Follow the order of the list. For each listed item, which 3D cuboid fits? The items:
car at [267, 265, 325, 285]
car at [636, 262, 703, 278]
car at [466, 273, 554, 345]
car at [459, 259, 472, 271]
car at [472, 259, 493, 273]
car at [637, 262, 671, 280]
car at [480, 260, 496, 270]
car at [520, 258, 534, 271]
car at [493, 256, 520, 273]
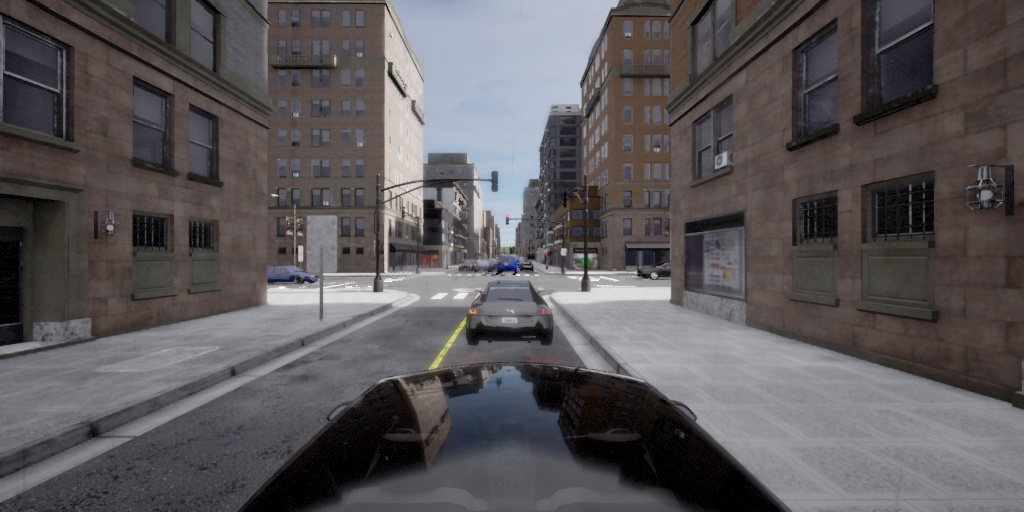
[{"bbox_3d":[-16.703,1.354,26.126,5.357,1.411,2.033,0,0,-1],"label":"car"},{"bbox_3d":[14.502,1.243,33.202,5.357,1.411,2.033,0,0,-1],"label":"car"},{"bbox_3d":[-0.059,1.314,9.505,1.994,1.385,4.181,0,0,0],"label":"car"},{"bbox_3d":[-6.064,1.230,48.519,1.967,1.591,4.097,0,0,0],"label":"car"},{"bbox_3d":[-3.518,1.310,44.564,1.812,1.442,4.674,0,0,1],"label":"car"},{"bbox_3d":[12.974,1.201,29.931,4.892,1.490,1.837,0,0,-1],"label":"car"},{"bbox_3d":[-3.557,1.348,54.243,2.033,1.411,5.357,0,0,0],"label":"car"},{"bbox_3d":[1.961,1.356,48.574,1.948,1.339,4.313,0,0,0],"label":"car"},{"bbox_3d":[-0.505,0.997,39.743,2.150,2.045,5.566,0,0,2],"label":"car"}]
